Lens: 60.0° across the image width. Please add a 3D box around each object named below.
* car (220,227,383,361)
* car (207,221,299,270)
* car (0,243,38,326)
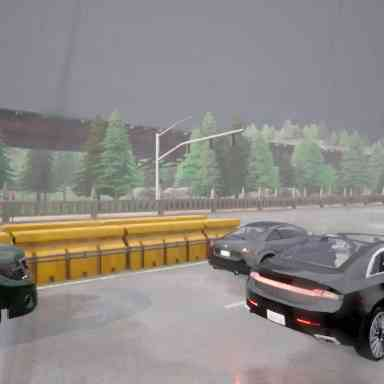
[{"bbox_3d":[3.106,1.492,5.948,4.902,1.511,2.128,0,0,-36],"label":"car"},{"bbox_3d":[2.496,1.564,9.809,4.181,1.385,1.994,0,0,-36],"label":"car"},{"bbox_3d":[-5.130,1.221,4.393,5.566,2.045,2.150,0,0,-35],"label":"car"}]
